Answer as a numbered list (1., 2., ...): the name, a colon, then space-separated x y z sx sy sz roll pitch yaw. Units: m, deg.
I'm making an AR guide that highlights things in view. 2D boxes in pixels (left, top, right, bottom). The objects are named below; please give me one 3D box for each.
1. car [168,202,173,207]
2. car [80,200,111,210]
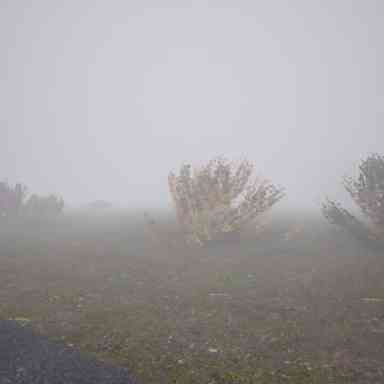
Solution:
1. car: -2.711 2.233 66.139 1.895 1.301 4.718 -1 -1 36
2. car: -14.406 1.919 50.016 1.837 1.490 4.892 -1 -1 36
